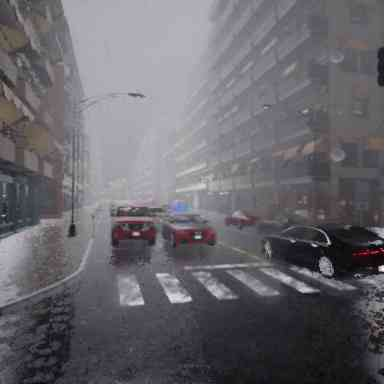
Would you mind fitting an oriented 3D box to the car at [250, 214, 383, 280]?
[{"bbox_3d":[4.063,1.701,10.770,1.837,1.490,4.892,-5,2,-19],"label":"car"}]

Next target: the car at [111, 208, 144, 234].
[{"bbox_3d":[-4.378,1.837,22.180,1.887,1.381,4.507,2,-1,-14],"label":"car"}]

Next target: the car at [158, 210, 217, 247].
[{"bbox_3d":[-0.226,1.790,16.252,1.994,1.385,4.181,1,-1,-14],"label":"car"}]

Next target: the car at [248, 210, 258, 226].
[{"bbox_3d":[5.119,1.873,18.786,1.947,1.339,4.313,1,-1,-14],"label":"car"}]

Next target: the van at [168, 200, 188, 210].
[{"bbox_3d":[-1.686,2.042,45.799,1.690,1.788,3.998,1,-1,-14],"label":"van"}]

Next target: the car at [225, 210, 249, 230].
[{"bbox_3d":[3.757,1.968,24.188,1.802,1.307,4.206,1,-1,-14],"label":"car"}]

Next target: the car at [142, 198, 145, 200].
[{"bbox_3d":[-9.857,2.489,78.207,2.192,1.841,5.009,1,-1,-14],"label":"car"}]

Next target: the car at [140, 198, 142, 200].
[{"bbox_3d":[-12.627,2.860,89.171,1.752,1.417,4.829,1,-1,-14],"label":"car"}]

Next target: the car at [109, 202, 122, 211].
[{"bbox_3d":[-12.550,2.330,54.588,1.947,1.339,4.313,2,-1,-14],"label":"car"}]

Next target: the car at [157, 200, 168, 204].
[{"bbox_3d":[-4.414,2.403,56.597,1.887,1.381,4.507,1,-1,-14],"label":"car"}]

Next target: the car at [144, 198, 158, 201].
[{"bbox_3d":[-8.495,2.410,72.806,2.192,1.841,5.009,1,-1,-14],"label":"car"}]

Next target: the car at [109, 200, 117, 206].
[{"bbox_3d":[-20.722,2.820,86.996,1.802,1.307,4.206,2,-1,-14],"label":"car"}]

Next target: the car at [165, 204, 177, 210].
[{"bbox_3d":[-2.769,1.898,26.354,1.812,1.442,4.674,1,-1,-14],"label":"car"}]

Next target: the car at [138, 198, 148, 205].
[{"bbox_3d":[-13.943,2.727,94.412,2.192,1.841,5.009,1,-1,-14],"label":"car"}]

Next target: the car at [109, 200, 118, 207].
[{"bbox_3d":[-17.997,2.625,76.195,1.887,1.381,4.507,2,-1,-14],"label":"car"}]

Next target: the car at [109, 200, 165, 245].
[{"bbox_3d":[-3.010,1.529,16.783,2.192,1.841,5.009,2,-1,-14],"label":"car"}]

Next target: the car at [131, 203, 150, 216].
[{"bbox_3d":[-6.320,2.105,40.524,1.812,1.442,4.674,1,-1,-14],"label":"car"}]

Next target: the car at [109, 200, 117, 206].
[{"bbox_3d":[-19.360,2.741,81.595,1.802,1.307,4.206,2,-1,-14],"label":"car"}]

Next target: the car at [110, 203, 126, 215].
[{"bbox_3d":[-9.825,2.172,43.785,1.947,1.339,4.313,2,-1,-14],"label":"car"}]
